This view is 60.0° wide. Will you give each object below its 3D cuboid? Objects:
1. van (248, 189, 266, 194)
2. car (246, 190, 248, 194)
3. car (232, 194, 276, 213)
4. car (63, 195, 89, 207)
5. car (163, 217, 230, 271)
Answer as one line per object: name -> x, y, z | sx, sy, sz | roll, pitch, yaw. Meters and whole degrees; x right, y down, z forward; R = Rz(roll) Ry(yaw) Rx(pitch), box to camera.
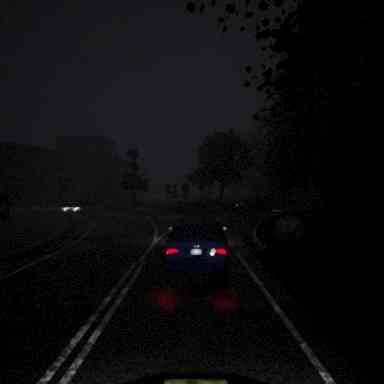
van -> 18.157, 0.709, 89.998 | 4.442, 1.987, 1.878 | 0, 2, 1
car -> 18.361, 0.891, 92.773 | 4.792, 1.488, 2.163 | 0, 2, 1
car -> 5.705, 1.145, 30.752 | 4.181, 1.385, 1.994 | -1, 0, -31
car -> -14.241, 1.096, 41.000 | 1.994, 1.385, 4.181 | 0, 1, 2
car -> 0.169, 1.499, 10.663 | 2.033, 1.411, 5.357 | 0, 0, 2
